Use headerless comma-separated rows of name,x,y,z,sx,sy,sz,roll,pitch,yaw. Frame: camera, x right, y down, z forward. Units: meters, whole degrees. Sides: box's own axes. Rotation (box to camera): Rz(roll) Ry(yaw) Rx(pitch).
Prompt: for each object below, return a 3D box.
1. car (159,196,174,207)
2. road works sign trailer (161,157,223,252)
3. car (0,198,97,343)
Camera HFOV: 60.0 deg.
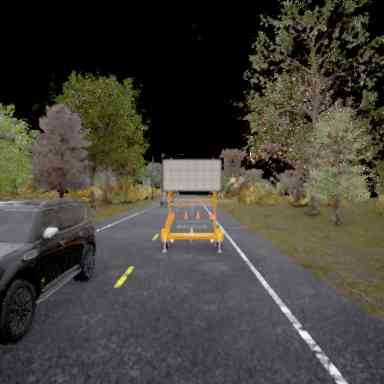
car,-3.584,1.287,47.425,1.837,1.490,4.892,0,0,0
road works sign trailer,0.005,0.390,13.453,2.380,3.560,2.880,0,0,0
car,-3.600,1.183,6.718,2.150,2.045,5.566,0,0,0
